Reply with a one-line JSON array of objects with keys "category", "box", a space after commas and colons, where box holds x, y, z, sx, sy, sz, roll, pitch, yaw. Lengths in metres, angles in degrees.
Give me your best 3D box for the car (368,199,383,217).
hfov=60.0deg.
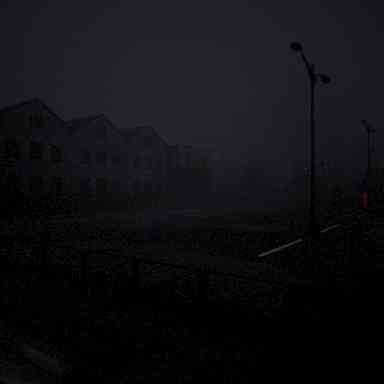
[{"category": "car", "box": [15.481, 1.298, 26.779, 2.007, 1.523, 4.514, 0, 0, 35]}]
